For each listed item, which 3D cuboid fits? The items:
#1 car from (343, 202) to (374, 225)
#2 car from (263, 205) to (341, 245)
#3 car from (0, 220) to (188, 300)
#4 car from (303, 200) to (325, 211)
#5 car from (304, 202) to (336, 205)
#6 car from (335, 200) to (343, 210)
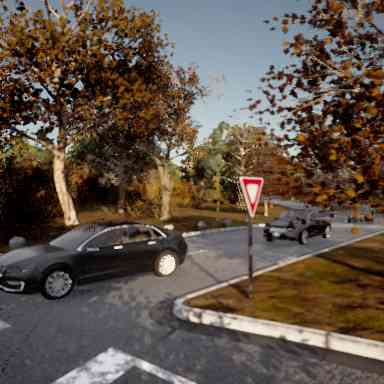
[{"bbox_3d":[13.954,1.788,27.451,1.837,1.490,4.892,0,0,30],"label":"car"},{"bbox_3d":[5.235,1.592,16.224,2.128,1.511,4.902,0,-1,41],"label":"car"},{"bbox_3d":[-2.303,1.539,8.652,4.892,1.490,1.837,0,0,-42],"label":"car"},{"bbox_3d":[17.449,1.971,47.803,1.994,1.385,4.181,0,0,6],"label":"car"},{"bbox_3d":[10.705,1.794,28.336,1.837,1.490,4.892,1,0,32],"label":"car"},{"bbox_3d":[20.691,1.735,47.560,2.097,1.767,4.553,0,0,6],"label":"car"}]
